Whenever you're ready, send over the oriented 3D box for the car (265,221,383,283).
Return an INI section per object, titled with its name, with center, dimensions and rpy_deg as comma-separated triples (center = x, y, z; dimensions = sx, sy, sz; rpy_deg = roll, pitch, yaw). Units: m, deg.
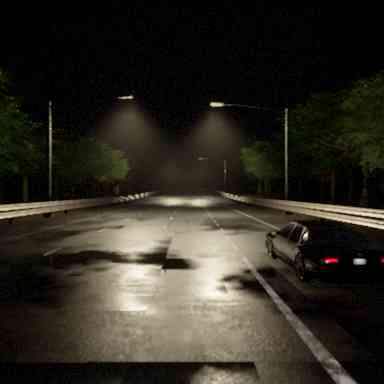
[car]
center = 3.568, 1.543, 9.646
dimensions = 2.033, 1.411, 5.357
rpy_deg = 0, 0, -1
